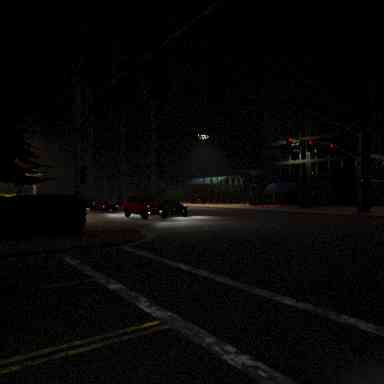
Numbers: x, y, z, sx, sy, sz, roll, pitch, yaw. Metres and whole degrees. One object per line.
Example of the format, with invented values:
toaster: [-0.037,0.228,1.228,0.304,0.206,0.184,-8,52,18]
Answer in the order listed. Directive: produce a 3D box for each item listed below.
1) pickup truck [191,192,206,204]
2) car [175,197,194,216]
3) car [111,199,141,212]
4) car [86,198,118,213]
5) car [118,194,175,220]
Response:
pickup truck: [1.088,1.079,62.300,2.390,2.098,6.274,0,0,-5]
car: [-2.200,1.514,32.408,1.837,1.490,4.892,0,0,-36]
car: [-8.107,1.573,40.550,1.994,1.385,4.181,0,0,-36]
car: [-9.942,1.608,37.116,1.895,1.301,4.718,0,0,-36]
car: [-4.155,1.229,29.142,2.150,2.045,5.566,0,0,-36]
